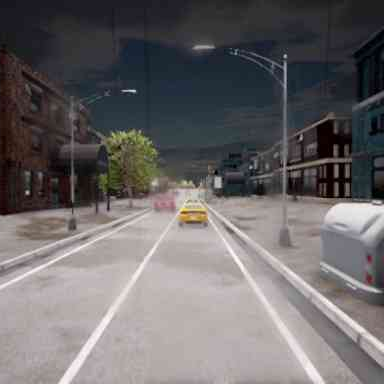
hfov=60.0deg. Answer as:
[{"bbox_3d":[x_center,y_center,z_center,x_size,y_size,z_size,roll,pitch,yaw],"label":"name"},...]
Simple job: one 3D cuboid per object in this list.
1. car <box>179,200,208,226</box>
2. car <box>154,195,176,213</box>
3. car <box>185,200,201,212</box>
[{"bbox_3d":[0.096,1.511,23.462,1.882,1.535,5.008,0,0,0],"label":"car"},{"bbox_3d":[-3.094,1.325,39.107,2.150,2.045,5.566,0,0,0],"label":"car"},{"bbox_3d":[0.091,1.680,41.925,1.994,1.385,4.181,0,0,0],"label":"car"}]
